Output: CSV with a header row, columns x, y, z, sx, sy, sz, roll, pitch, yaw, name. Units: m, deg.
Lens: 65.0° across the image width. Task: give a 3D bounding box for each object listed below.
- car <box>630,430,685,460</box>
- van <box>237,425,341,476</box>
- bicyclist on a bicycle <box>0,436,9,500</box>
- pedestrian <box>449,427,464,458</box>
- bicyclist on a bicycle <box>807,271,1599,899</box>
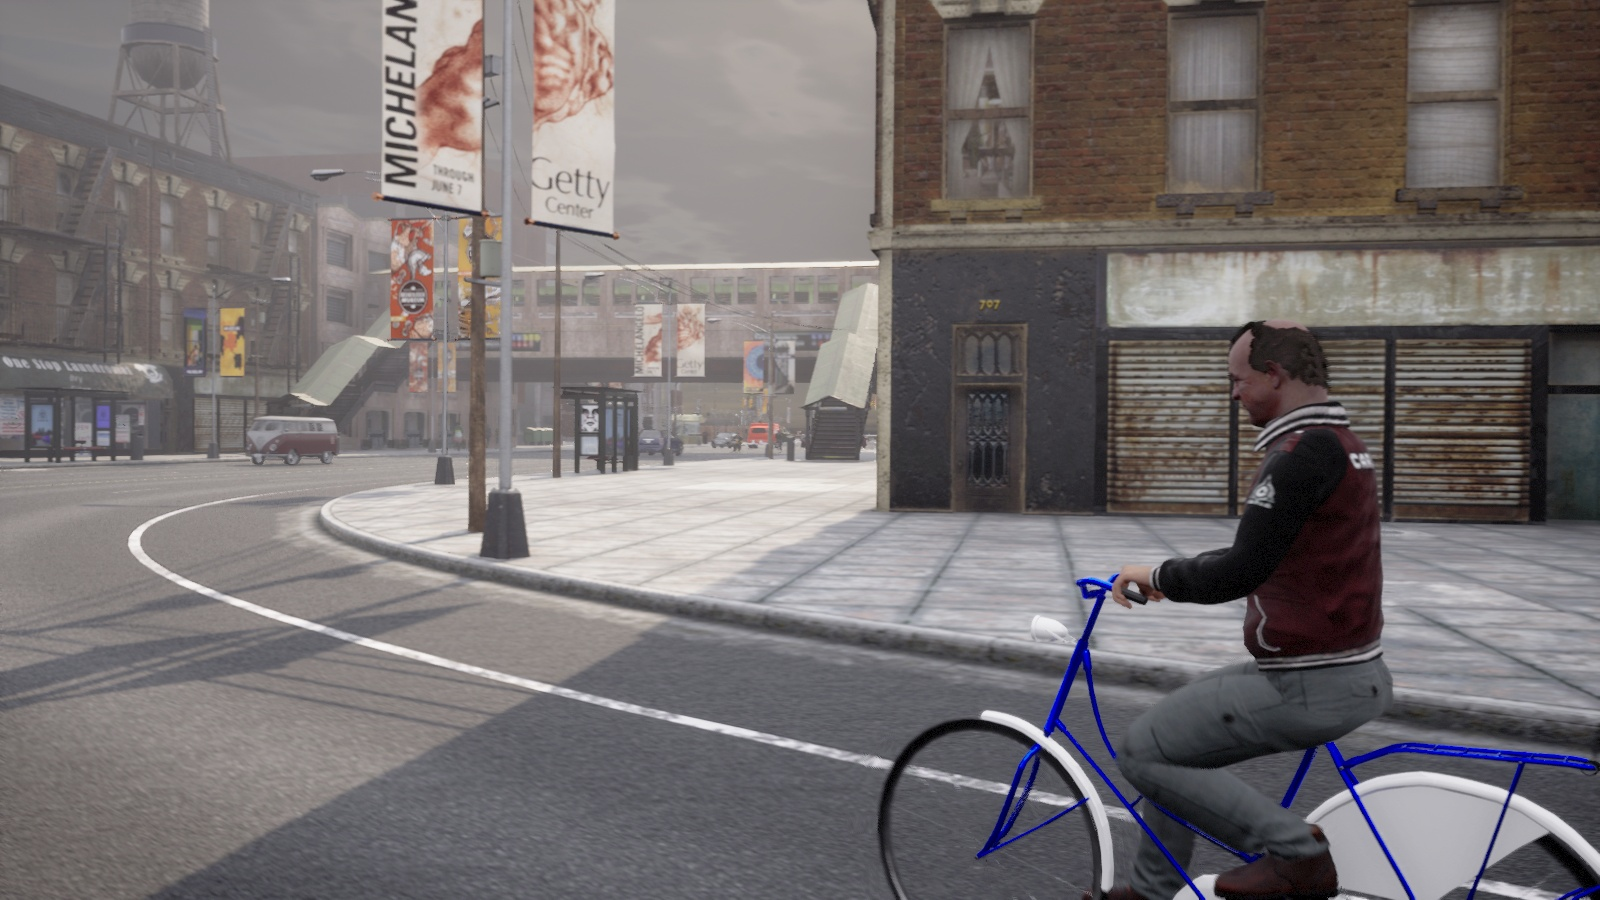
x,y,z,sx,sy,sz,roll,pitch,yaw,name
-8.752,-0.342,77.634,2.097,1.767,4.553,0,1,11,car
-20.861,-0.004,51.490,1.775,1.987,4.442,0,1,11,van
-20.597,0.455,31.354,0.582,1.620,1.656,0,1,3,bicyclist on a bicycle
-22.124,-0.470,80.855,0.659,1.952,0.873,0,1,7,pedestrian
0.961,0.554,3.075,1.843,1.776,0.659,0,1,36,bicyclist on a bicycle
